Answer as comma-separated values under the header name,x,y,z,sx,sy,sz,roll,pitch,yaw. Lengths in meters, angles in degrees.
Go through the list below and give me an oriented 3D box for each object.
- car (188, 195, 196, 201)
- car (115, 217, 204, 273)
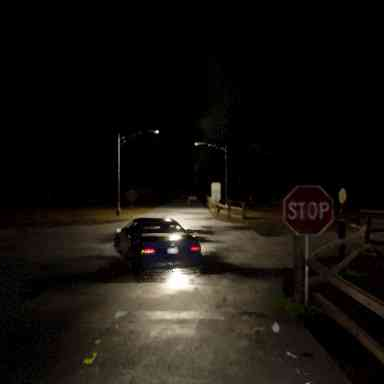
name,x,y,z,sx,sy,sz,roll,pitch,yaw
car,0.018,1.328,72.728,1.895,1.301,4.718,0,0,0
car,-1.287,1.524,10.677,2.033,1.411,5.357,0,0,-19
